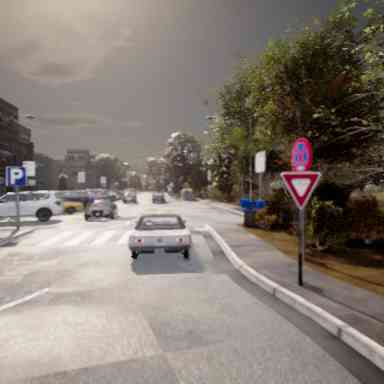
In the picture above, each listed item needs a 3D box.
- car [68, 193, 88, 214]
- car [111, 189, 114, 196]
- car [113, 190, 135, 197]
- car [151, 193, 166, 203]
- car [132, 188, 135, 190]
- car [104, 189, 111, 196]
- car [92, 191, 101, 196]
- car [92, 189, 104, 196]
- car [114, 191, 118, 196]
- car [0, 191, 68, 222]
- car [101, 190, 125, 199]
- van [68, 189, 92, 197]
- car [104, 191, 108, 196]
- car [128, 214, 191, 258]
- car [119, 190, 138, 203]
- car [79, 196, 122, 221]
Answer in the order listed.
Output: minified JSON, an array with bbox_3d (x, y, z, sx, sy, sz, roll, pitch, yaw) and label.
[{"bbox_3d":[-12.085,1.152,28.390,5.366,1.575,1.946,-2,1,-26],"label":"car"},{"bbox_3d":[-14.421,0.740,49.222,4.553,1.767,2.185,-2,1,-26],"label":"car"},{"bbox_3d":[-18.657,0.375,91.091,5.366,1.575,1.946,-2,1,-26],"label":"car"},{"bbox_3d":[-4.799,0.841,47.957,1.812,1.442,4.674,-1,1,-6],"label":"car"},{"bbox_3d":[-18.510,0.415,88.025,4.892,1.521,2.231,-2,1,-26],"label":"car"},{"bbox_3d":[-14.111,0.781,46.237,4.553,1.767,2.185,-2,1,-26],"label":"car"},{"bbox_3d":[-13.196,1.033,37.266,5.008,1.535,2.097,-2,1,-26],"label":"car"},{"bbox_3d":[-13.552,0.866,40.246,4.553,1.767,2.185,-2,1,-26],"label":"car"},{"bbox_3d":[-14.735,0.856,52.221,4.792,1.488,2.163,-2,1,-26],"label":"car"},{"bbox_3d":[-11.631,0.994,22.308,5.566,2.045,2.435,-2,1,-26],"label":"car"},{"bbox_3d":[-16.645,0.481,70.107,4.553,1.767,2.185,-2,1,-26],"label":"car"},{"bbox_3d":[-12.996,0.853,34.222,4.442,1.987,1.878,-2,1,-26],"label":"van"},{"bbox_3d":[-13.830,0.989,43.244,4.674,1.452,2.002,-2,1,-26],"label":"car"},{"bbox_3d":[-1.121,1.424,12.019,1.895,1.301,4.718,-1,1,-5],"label":"car"},{"bbox_3d":[-9.033,0.833,48.804,2.128,1.511,4.902,-1,1,-6],"label":"car"},{"bbox_3d":[-6.492,1.251,24.144,1.994,1.385,4.181,-1,1,-6],"label":"car"}]
